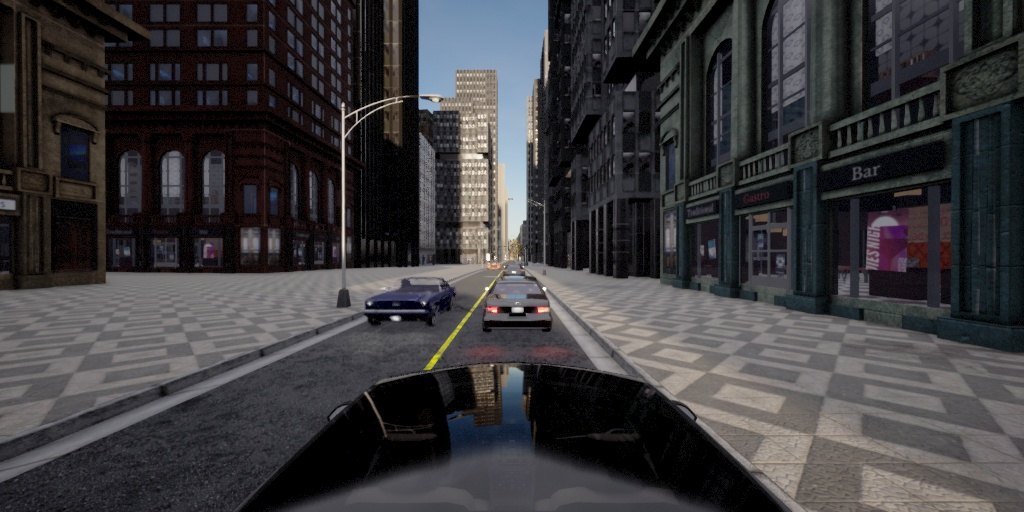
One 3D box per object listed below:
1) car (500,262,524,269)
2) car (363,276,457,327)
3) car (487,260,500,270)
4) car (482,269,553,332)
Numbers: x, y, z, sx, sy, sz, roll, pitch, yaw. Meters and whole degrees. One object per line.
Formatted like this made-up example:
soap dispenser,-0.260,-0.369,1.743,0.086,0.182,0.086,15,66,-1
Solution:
car,0.178,1.365,32.484,1.994,1.385,4.181,0,0,0
car,-3.076,1.357,11.727,1.895,1.301,4.718,0,0,0
car,-2.861,1.366,58.055,2.097,1.767,4.553,0,-1,0
car,0.124,1.303,10.838,2.033,1.411,5.357,0,0,0
